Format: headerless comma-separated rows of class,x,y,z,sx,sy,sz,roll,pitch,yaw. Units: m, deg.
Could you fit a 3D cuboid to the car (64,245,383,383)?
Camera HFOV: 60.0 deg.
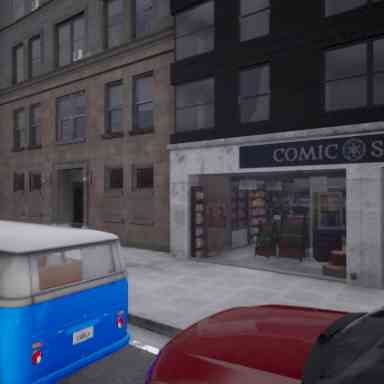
car,1.917,1.315,1.442,5.009,1.841,2.192,0,0,36

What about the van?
van,-2.704,1.341,4.743,3.998,1.788,1.690,0,0,36
